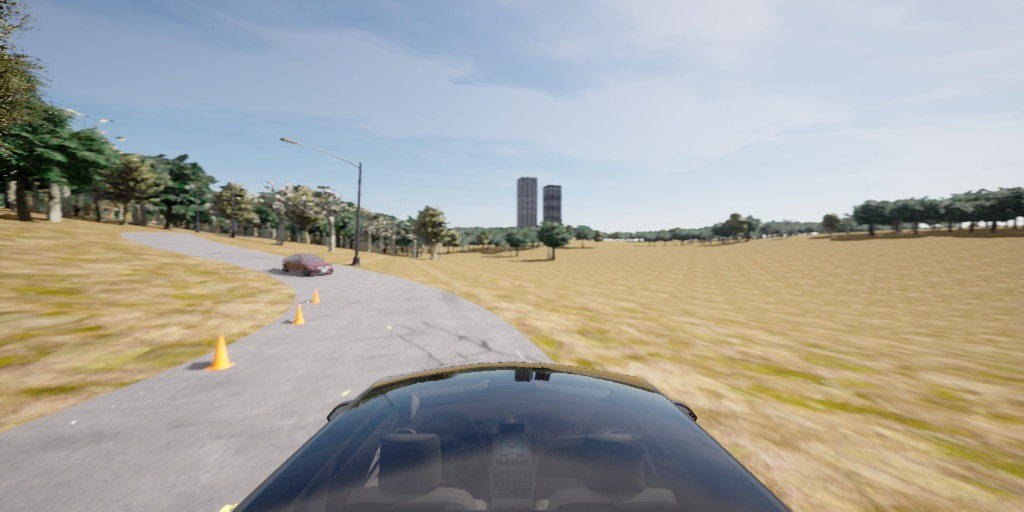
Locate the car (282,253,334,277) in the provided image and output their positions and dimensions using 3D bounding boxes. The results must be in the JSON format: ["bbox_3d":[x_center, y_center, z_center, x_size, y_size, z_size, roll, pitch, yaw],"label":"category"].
[{"bbox_3d":[-14.877,0.569,25.988,4.674,1.442,1.812,5,4,33],"label":"car"}]

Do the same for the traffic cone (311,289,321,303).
[{"bbox_3d":[-8.407,1.705,15.381,0.340,0.580,0.340,0,0,-27],"label":"traffic cone"}]

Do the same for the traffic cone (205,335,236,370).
[{"bbox_3d":[-5.433,1.779,6.688,0.340,0.580,0.340,0,0,-11],"label":"traffic cone"}]

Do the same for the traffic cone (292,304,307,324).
[{"bbox_3d":[-6.607,1.791,11.142,0.340,0.580,0.340,0,0,-19],"label":"traffic cone"}]
